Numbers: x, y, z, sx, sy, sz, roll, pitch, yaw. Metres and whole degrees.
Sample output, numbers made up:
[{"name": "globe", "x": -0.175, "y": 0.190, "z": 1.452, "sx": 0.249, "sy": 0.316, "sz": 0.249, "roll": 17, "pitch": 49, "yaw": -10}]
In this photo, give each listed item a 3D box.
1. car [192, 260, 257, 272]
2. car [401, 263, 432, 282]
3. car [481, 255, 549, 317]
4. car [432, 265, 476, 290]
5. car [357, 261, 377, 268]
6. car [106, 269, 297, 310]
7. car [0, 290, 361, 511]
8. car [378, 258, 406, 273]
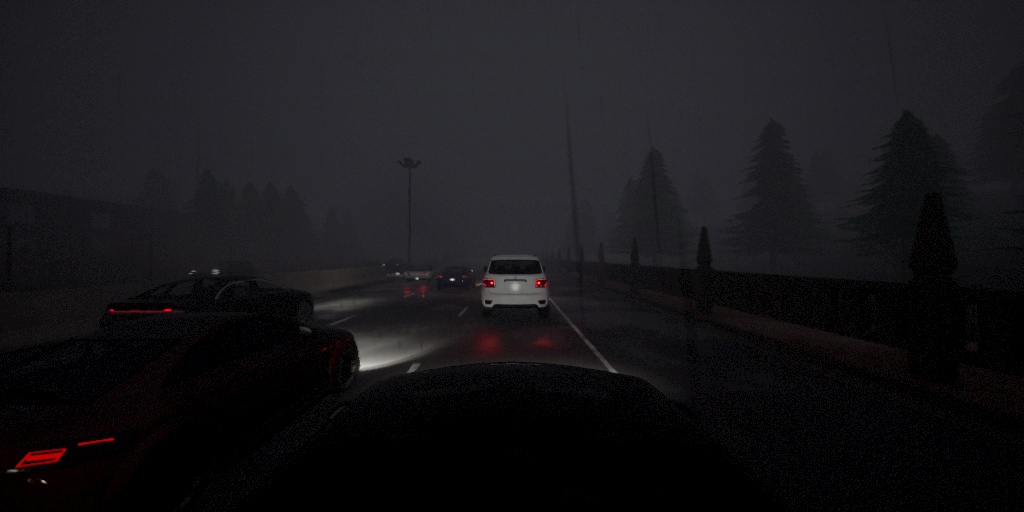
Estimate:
[{"name": "car", "x": -21.137, "y": 1.102, "z": 26.458, "sx": 2.097, "sy": 1.767, "sz": 4.553, "roll": 0, "pitch": 0, "yaw": 0}, {"name": "car", "x": -6.948, "y": 1.352, "z": 28.374, "sx": 1.895, "sy": 1.301, "sz": 4.718, "roll": 0, "pitch": 0, "yaw": -1}, {"name": "car", "x": 0.100, "y": 0.972, "z": 13.274, "sx": 2.150, "sy": 2.045, "sz": 5.566, "roll": 0, "pitch": 0, "yaw": 0}, {"name": "car", "x": -3.407, "y": 1.315, "z": 22.416, "sx": 1.994, "sy": 1.385, "sz": 4.181, "roll": 0, "pitch": 0, "yaw": 0}, {"name": "car", "x": -18.085, "y": 1.300, "z": 46.056, "sx": 2.033, "sy": 1.411, "sz": 5.357, "roll": 0, "pitch": 0, "yaw": -1}, {"name": "car", "x": -6.898, "y": 1.242, "z": 8.887, "sx": 2.128, "sy": 1.511, "sz": 4.902, "roll": 0, "pitch": 0, "yaw": 0}, {"name": "car", "x": -3.399, "y": 1.314, "z": 4.030, "sx": 1.994, "sy": 1.385, "sz": 4.181, "roll": 0, "pitch": 0, "yaw": 0}, {"name": "car", "x": -14.534, "y": 1.103, "z": 44.526, "sx": 2.097, "sy": 1.767, "sz": 4.553, "roll": 0, "pitch": 0, "yaw": -1}]
